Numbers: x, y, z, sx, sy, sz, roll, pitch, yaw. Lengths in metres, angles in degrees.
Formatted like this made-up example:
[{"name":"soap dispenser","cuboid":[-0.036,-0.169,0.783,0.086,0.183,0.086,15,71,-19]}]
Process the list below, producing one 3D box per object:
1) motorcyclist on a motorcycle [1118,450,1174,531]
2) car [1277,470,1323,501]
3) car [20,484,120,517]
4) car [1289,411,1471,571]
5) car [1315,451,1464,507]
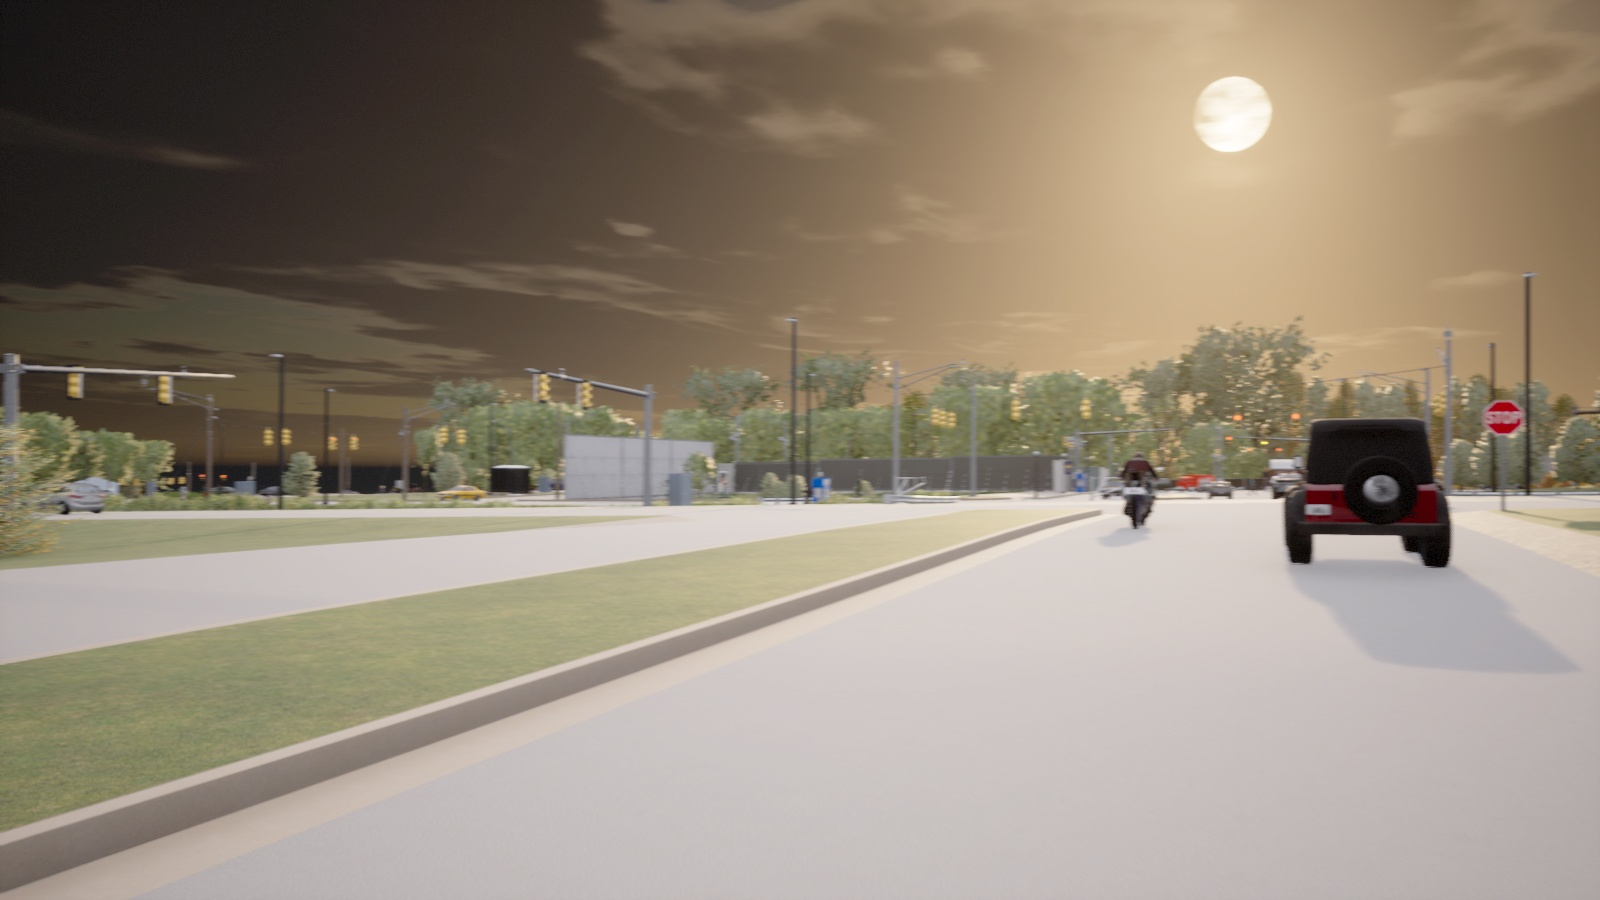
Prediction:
[{"name":"motorcyclist on a motorcycle","cuboid":[6.845,0.782,24.772,0.866,1.530,2.191,-1,-1,20]},{"name":"car","cuboid":[25.828,1.816,64.827,2.007,1.525,4.514,-2,-2,24]},{"name":"car","cuboid":[-39.317,2.732,67.611,4.611,1.667,2.242,-2,-1,21]},{"name":"car","cuboid":[7.640,0.485,16.869,1.905,1.878,3.866,-1,0,20]},{"name":"car","cuboid":[17.344,0.833,36.877,4.514,1.525,2.007,0,-2,-37]}]
